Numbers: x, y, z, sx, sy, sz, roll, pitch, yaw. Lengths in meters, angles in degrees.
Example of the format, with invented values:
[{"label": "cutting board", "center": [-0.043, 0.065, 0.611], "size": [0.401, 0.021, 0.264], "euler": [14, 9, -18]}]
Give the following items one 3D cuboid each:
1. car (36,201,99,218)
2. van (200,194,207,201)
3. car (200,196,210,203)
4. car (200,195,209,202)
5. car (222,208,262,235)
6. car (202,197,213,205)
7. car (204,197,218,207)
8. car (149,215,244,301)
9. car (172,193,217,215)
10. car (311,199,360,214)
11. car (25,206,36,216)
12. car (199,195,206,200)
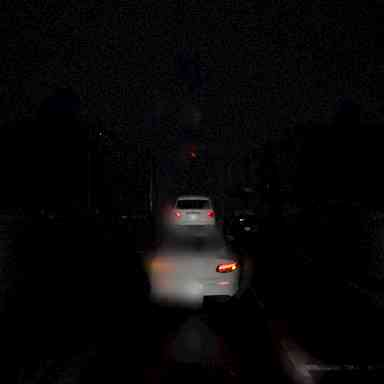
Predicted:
[{"label": "car", "center": [-11.036, 1.593, 30.279], "size": [4.902, 1.511, 2.128], "euler": [0, 1, 0]}, {"label": "van", "center": [2.903, 1.356, 83.921], "size": [1.690, 1.788, 3.998], "euler": [-1, 0, 0]}, {"label": "car", "center": [2.869, 1.555, 72.856], "size": [1.887, 1.381, 4.507], "euler": [-1, 0, 0]}, {"label": "car", "center": [2.886, 1.453, 78.389], "size": [1.967, 1.590, 4.097], "euler": [-1, 0, 0]}, {"label": "car", "center": [2.683, 1.546, 18.281], "size": [2.008, 1.369, 4.403], "euler": [-1, 0, 0]}, {"label": "car", "center": [2.832, 1.588, 61.791], "size": [1.802, 1.307, 4.206], "euler": [-1, 0, 0]}, {"label": "car", "center": [2.794, 1.547, 50.726], "size": [1.887, 1.381, 4.507], "euler": [-1, 0, 0]}, {"label": "car", "center": [0.082, 1.523, 8.175], "size": [1.812, 1.442, 4.674], "euler": [0, 0, 1]}, {"label": "car", "center": [0.092, 1.217, 17.925], "size": [2.150, 2.045, 5.566], "euler": [0, 0, 1]}, {"label": "car", "center": [14.267, 1.405, 33.139], "size": [4.674, 1.442, 1.812], "euler": [0, 1, -1]}, {"label": "car", "center": [-14.051, 1.661, 33.246], "size": [4.718, 1.301, 1.895], "euler": [0, 1, 0]}, {"label": "car", "center": [2.945, 1.570, 94.986], "size": [2.008, 1.369, 4.403], "euler": [-1, 0, 0]}]
